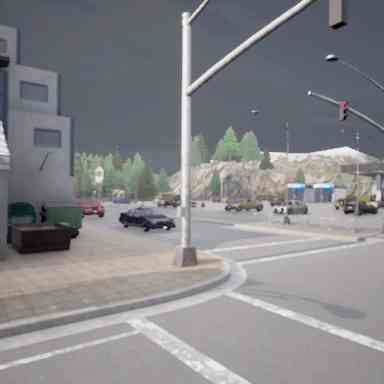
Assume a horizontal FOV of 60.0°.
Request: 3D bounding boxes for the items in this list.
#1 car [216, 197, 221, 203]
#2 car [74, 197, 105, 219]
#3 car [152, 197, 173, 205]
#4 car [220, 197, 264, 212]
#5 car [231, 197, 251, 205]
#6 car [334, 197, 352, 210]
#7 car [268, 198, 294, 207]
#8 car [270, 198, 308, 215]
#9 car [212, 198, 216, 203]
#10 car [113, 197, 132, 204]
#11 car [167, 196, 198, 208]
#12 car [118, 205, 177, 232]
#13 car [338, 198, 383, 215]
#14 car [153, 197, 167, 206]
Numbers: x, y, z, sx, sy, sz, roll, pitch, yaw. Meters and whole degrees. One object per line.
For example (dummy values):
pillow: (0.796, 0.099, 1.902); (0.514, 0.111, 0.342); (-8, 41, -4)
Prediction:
car: (9.024, 1.925, 80.126); (5.027, 1.636, 2.152); (1, 0, -36)
car: (-10.410, 1.480, 32.587); (2.150, 2.045, 5.566); (1, -1, -36)
car: (-6.202, 1.841, 69.327); (3.806, 1.475, 1.970); (1, 0, -36)
car: (6.315, 1.556, 39.759); (5.027, 1.636, 2.152); (1, 0, -36)
car: (9.729, 1.857, 66.029); (3.633, 1.501, 1.845); (1, 0, -36)
car: (22.250, 1.628, 47.381); (4.605, 1.855, 1.932); (1, 0, -36)
car: (15.540, 1.834, 57.900); (4.514, 1.523, 2.007); (1, 0, -36)
car: (10.331, 1.636, 34.742); (3.806, 1.475, 1.970); (1, 0, -36)
car: (7.146, 1.934, 82.639); (4.514, 1.523, 2.007); (1, 0, -36)
car: (-13.964, 1.775, 67.404); (3.633, 1.501, 1.845); (1, 0, -36)
car: (-1.169, 1.480, 50.136); (3.866, 1.878, 1.905); (1, 0, -36)
car: (-3.192, 1.802, 22.565); (2.033, 1.411, 5.357); (1, 0, -36)
car: (18.190, 1.754, 35.895); (4.514, 1.523, 2.007); (1, 0, -36)
car: (-3.203, 1.497, 52.252); (4.605, 1.855, 1.932); (1, 0, -36)
